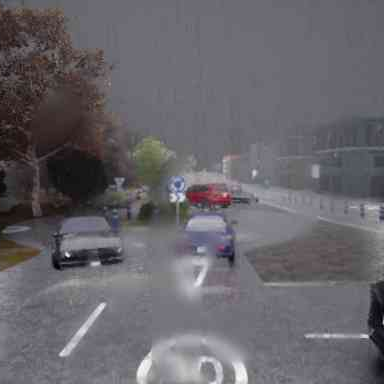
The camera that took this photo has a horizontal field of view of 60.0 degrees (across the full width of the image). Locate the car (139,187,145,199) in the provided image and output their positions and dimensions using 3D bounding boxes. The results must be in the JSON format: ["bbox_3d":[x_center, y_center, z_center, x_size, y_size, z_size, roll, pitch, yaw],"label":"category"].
[{"bbox_3d":[-8.822,0.465,41.786,4.792,1.488,2.163,0,1,0],"label":"car"}]

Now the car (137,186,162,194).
[{"bbox_3d":[-8.774,-0.498,69.535,5.008,1.535,2.097,0,3,0],"label":"car"}]

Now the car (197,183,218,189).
[{"bbox_3d":[4.144,-1.643,89.161,5.366,1.575,1.946,0,4,0],"label":"car"}]

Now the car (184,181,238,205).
[{"bbox_3d":[0.793,0.366,27.145,2.150,2.045,5.566,-2,2,-38],"label":"car"}]

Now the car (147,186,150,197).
[{"bbox_3d":[-8.757,0.289,50.027,4.792,1.488,2.163,0,1,0],"label":"car"}]

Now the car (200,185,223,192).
[{"bbox_3d":[4.322,-0.800,75.264,5.008,1.535,2.097,0,3,0],"label":"car"}]

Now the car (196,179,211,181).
[{"bbox_3d":[4.296,-1.548,83.590,5.566,2.045,2.435,0,4,0],"label":"car"}]

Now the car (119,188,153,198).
[{"bbox_3d":[-8.778,0.177,52.817,5.008,1.535,2.097,0,2,0],"label":"car"}]

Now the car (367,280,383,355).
[{"bbox_3d":[4.570,1.492,3.681,4.792,1.488,2.163,0,0,0],"label":"car"}]

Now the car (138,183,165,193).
[{"bbox_3d":[-8.794,-0.892,72.308,5.566,2.045,2.435,0,3,0],"label":"car"}]

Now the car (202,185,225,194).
[{"bbox_3d":[4.278,-0.496,66.903,4.553,1.767,2.185,0,3,0],"label":"car"}]

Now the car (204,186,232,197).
[{"bbox_3d":[4.330,-0.044,55.770,4.553,1.767,2.185,0,2,0],"label":"car"}]

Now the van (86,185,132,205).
[{"bbox_3d":[-8.674,0.320,33.412,4.442,1.987,1.878,1,1,0],"label":"van"}]

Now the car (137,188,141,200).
[{"bbox_3d":[-8.799,0.518,38.874,4.674,1.452,2.002,0,1,0],"label":"car"}]

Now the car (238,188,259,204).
[{"bbox_3d":[4.308,0.573,33.487,4.792,1.488,2.163,0,1,0],"label":"car"}]

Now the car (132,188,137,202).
[{"bbox_3d":[-8.801,0.552,36.089,4.674,1.452,2.002,0,1,0],"label":"car"}]

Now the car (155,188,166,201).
[{"bbox_3d":[-3.843,0.099,45.918,2.150,2.045,5.566,0,1,0],"label":"car"}]

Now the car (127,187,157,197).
[{"bbox_3d":[-8.772,-0.017,58.521,4.892,1.521,2.231,0,2,0],"label":"car"}]

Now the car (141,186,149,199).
[{"bbox_3d":[-8.976,0.383,44.577,5.366,1.575,1.946,0,1,0],"label":"car"}]

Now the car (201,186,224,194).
[{"bbox_3d":[4.309,-0.466,69.695,4.674,1.452,2.002,0,3,0],"label":"car"}]

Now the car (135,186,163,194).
[{"bbox_3d":[-8.585,-0.367,66.749,5.366,1.575,1.946,0,3,0],"label":"car"}]

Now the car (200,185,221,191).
[{"bbox_3d":[4.349,-0.930,78.048,4.792,1.488,2.163,0,3,0],"label":"car"}]

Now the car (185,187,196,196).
[{"bbox_3d":[-0.234,-0.152,63.482,2.033,1.411,5.357,0,2,0],"label":"car"}]

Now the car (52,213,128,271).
[{"bbox_3d":[-3.581,1.458,11.158,2.033,1.411,5.357,-1,1,-23],"label":"car"}]

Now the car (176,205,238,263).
[{"bbox_3d":[0.602,1.417,11.634,1.812,1.442,4.674,0,1,7],"label":"car"}]

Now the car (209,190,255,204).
[{"bbox_3d":[4.252,0.540,36.270,4.792,1.488,2.163,0,1,0],"label":"car"}]

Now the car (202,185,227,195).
[{"bbox_3d":[4.276,-0.370,64.126,4.553,1.767,2.185,0,3,0],"label":"car"}]

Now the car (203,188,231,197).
[{"bbox_3d":[4.331,0.010,58.562,4.792,1.488,2.163,0,2,0],"label":"car"}]

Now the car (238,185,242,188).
[{"bbox_3d":[4.253,0.351,39.054,4.553,1.767,2.185,0,1,0],"label":"car"}]

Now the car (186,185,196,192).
[{"bbox_3d":[-0.224,-0.807,73.885,2.128,1.511,4.902,0,3,0],"label":"car"}]

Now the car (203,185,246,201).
[{"bbox_3d":[4.260,0.134,44.623,5.566,2.045,2.435,0,1,0],"label":"car"}]

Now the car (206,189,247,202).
[{"bbox_3d":[4.292,0.436,41.835,5.008,1.535,2.097,0,1,0],"label":"car"}]

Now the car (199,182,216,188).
[{"bbox_3d":[4.328,-1.982,94.717,4.892,1.521,2.231,0,4,0],"label":"car"}]
